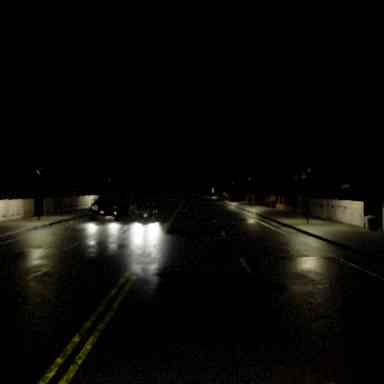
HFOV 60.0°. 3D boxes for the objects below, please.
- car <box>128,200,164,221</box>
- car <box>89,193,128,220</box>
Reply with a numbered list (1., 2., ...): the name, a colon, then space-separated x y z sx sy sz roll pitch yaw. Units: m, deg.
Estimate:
1. car: -3.273 1.380 25.939 2.128 1.511 4.902 0 0 0
2. car: -6.513 1.109 26.892 2.150 2.045 5.566 0 0 0
